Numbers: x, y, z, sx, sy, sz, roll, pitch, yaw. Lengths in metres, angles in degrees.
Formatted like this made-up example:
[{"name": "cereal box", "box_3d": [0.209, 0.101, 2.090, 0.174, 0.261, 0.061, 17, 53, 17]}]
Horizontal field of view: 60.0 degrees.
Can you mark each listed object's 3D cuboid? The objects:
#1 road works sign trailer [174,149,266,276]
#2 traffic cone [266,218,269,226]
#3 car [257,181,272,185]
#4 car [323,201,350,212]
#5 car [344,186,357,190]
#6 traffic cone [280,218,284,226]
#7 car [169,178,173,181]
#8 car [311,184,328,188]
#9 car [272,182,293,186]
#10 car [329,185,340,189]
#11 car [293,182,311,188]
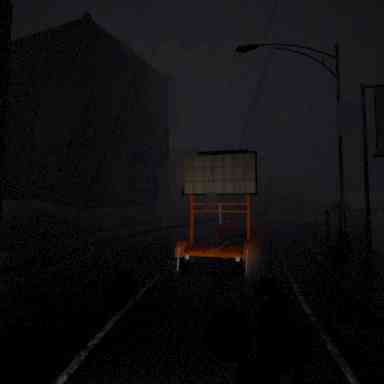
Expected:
[{"name": "road works sign trailer", "box_3d": [0.920, 0.492, 10.655, 2.380, 3.560, 2.880, -1, 0, 17]}, {"name": "traffic cone", "box_3d": [5.167, 2.073, 22.983, 0.340, 0.580, 0.340, -2, -1, 16]}, {"name": "car", "box_3d": [14.328, -1.669, 71.980, 4.674, 1.452, 2.002, 2, -5, -24]}, {"name": "car", "box_3d": [20.539, 2.066, 47.264, 4.902, 1.511, 2.128, 1, -4, -37]}, {"name": "car", "box_3d": [38.938, -0.667, 84.717, 4.892, 1.521, 2.231, 3, -5, -30]}, {"name": "traffic cone", "box_3d": [6.119, 2.042, 22.694, 0.340, 0.580, 0.340, -2, -1, 17]}, {"name": "car", "box_3d": [-5.948, -2.432, 63.451, 4.553, 1.767, 2.185, 2, -5, -23]}, {"name": "car", "box_3d": [29.393, -1.076, 79.386, 4.792, 1.488, 2.163, 2, -5, -27]}, {"name": "car", "box_3d": [19.357, -1.519, 74.318, 5.008, 1.535, 2.097, 2, -5, -25]}, {"name": "car", "box_3d": [34.237, -0.850, 82.023, 4.674, 1.452, 2.002, 3, -5, -29]}, {"name": "car", "box_3d": [24.314, -1.446, 76.759, 4.553, 1.767, 2.185, 2, -5, -26]}]
